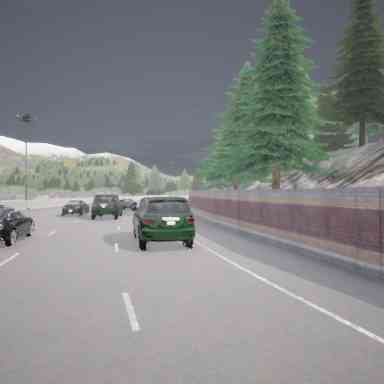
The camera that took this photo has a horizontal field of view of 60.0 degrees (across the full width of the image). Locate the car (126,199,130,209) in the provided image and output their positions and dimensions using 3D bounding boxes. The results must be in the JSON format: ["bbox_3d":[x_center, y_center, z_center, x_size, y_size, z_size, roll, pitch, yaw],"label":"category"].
[{"bbox_3d":[-8.112,1.547,41.784,2.033,1.411,5.357,0,0,-1],"label":"car"}]

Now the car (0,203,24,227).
[{"bbox_3d":[-13.600,1.547,22.829,2.033,1.411,5.357,0,0,-8],"label":"car"}]

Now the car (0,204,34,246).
[{"bbox_3d":[-8.565,1.491,14.973,2.128,1.511,4.902,0,0,-12],"label":"car"}]

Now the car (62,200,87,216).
[{"bbox_3d":[-11.135,1.526,32.154,1.812,1.442,4.674,0,0,-5],"label":"car"}]

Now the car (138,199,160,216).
[{"bbox_3d":[-4.192,1.477,33.133,1.882,1.535,5.008,0,0,-5],"label":"car"}]

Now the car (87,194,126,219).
[{"bbox_3d":[-7.306,1.223,28.956,2.150,2.045,5.566,0,0,-7],"label":"car"}]

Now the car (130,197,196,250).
[{"bbox_3d":[-1.379,1.221,14.702,2.150,2.045,5.566,0,0,-13],"label":"car"}]
